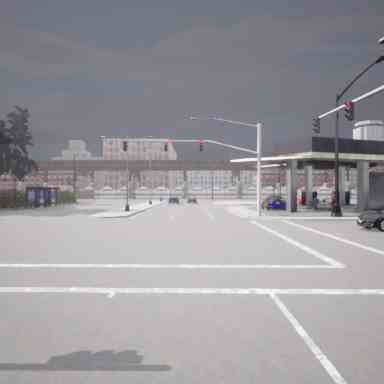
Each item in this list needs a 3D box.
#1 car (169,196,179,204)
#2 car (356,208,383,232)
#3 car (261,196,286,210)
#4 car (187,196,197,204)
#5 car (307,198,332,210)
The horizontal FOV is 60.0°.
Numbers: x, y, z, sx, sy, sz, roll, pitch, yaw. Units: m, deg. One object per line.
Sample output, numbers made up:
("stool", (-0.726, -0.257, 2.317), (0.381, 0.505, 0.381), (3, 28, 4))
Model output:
("car", (-3.490, 1.478, 64.424), (1.882, 1.535, 5.008), (0, 0, 0))
("car", (12.294, 1.505, 19.583), (4.892, 1.490, 1.837), (0, 0, -1))
("car", (9.716, 1.295, 39.746), (2.242, 1.667, 4.611), (0, 0, 0))
("car", (0.010, 1.547, 64.423), (2.033, 1.411, 5.357), (0, 0, 0))
("car", (15.461, 1.456, 40.508), (1.970, 1.475, 3.806), (0, 0, 0))
